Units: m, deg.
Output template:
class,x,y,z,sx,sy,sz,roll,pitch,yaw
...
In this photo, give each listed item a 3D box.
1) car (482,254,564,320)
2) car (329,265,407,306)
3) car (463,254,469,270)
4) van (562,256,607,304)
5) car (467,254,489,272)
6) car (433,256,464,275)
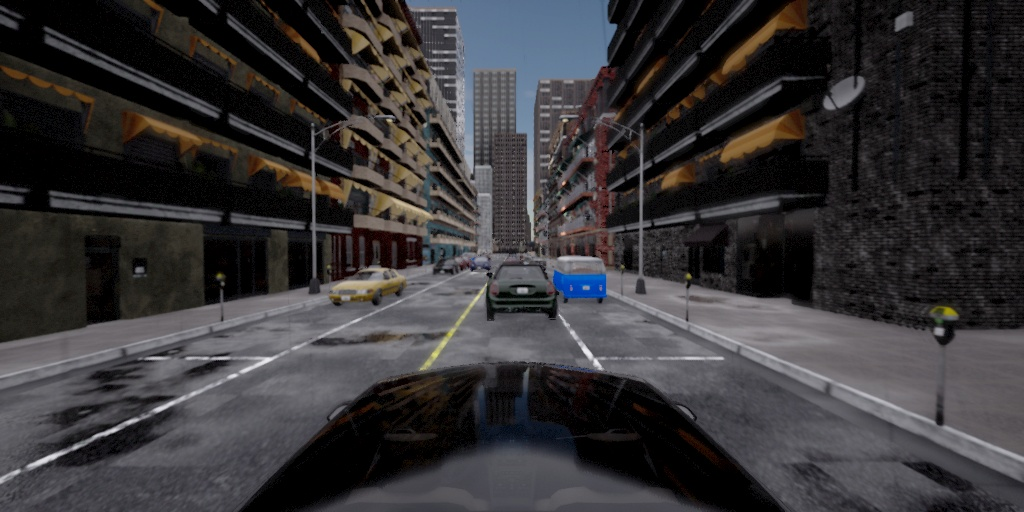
class,x,y,z,sx,sy,sz,roll,pitch,yaw
car,0.211,0.953,12.133,2.097,1.767,4.553,0,1,-2
car,-5.690,1.087,14.705,1.751,1.417,4.829,0,0,0
car,-5.686,0.794,36.967,1.888,1.381,4.507,0,0,0
van,2.691,0.902,14.862,1.690,1.789,3.998,0,0,0
car,-3.073,0.788,35.996,1.812,1.442,4.674,0,1,0
car,-5.687,0.893,31.443,1.948,1.339,4.313,0,0,0
